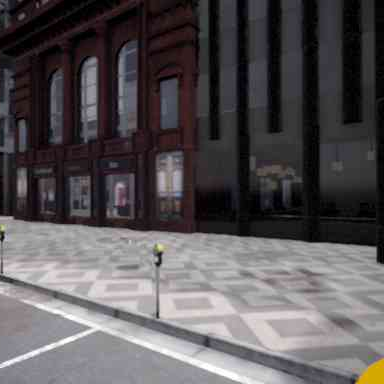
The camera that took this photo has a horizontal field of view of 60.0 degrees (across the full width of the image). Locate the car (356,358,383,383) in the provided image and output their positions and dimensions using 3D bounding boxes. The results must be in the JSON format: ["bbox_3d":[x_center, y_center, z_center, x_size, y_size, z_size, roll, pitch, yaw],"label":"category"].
[{"bbox_3d":[3.222,1.470,1.056,5.008,1.535,1.882,-1,-1,36],"label":"car"}]
